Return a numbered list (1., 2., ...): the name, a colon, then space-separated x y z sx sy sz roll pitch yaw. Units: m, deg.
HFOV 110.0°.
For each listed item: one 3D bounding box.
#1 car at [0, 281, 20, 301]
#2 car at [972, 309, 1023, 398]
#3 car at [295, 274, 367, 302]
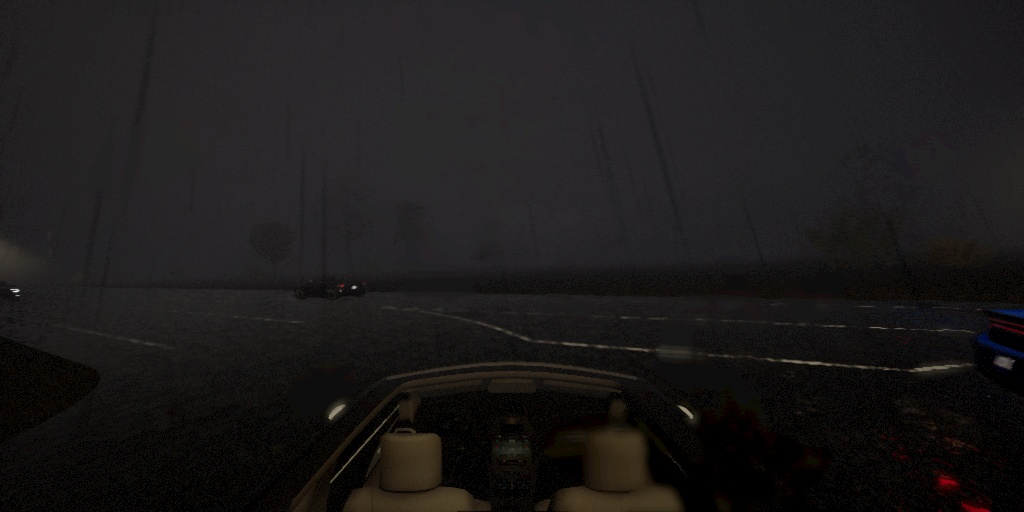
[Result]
1. car: -41.848 2.831 28.914 4.553 1.767 2.097 -2 0 28
2. car: 7.398 0.911 2.645 5.008 1.535 1.882 -2 0 28
3. car: -10.107 1.709 19.941 4.181 1.385 1.994 -2 0 28
